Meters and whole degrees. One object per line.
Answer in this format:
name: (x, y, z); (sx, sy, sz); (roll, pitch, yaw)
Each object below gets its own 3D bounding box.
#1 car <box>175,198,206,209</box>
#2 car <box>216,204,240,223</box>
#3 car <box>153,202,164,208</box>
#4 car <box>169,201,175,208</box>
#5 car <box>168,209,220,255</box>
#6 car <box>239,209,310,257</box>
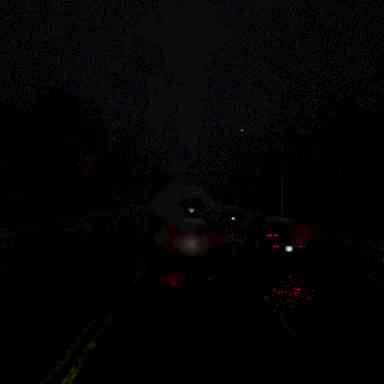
car: (-0.009, 1.536, 27.588); (2.150, 2.045, 5.566); (0, 0, 0)
car: (3.254, 1.832, 28.529); (1.837, 1.490, 4.892); (0, 0, 1)
car: (-6.553, 2.551, 65.582); (1.895, 1.301, 4.718); (0, -1, 0)
car: (-3.315, 2.508, 65.352); (1.994, 1.385, 4.181); (0, -1, 0)
car: (0.019, 1.665, 13.925); (1.812, 1.442, 4.674); (0, 0, 1)
car: (3.265, 1.643, 13.517); (1.837, 1.490, 4.892); (0, 0, 1)
